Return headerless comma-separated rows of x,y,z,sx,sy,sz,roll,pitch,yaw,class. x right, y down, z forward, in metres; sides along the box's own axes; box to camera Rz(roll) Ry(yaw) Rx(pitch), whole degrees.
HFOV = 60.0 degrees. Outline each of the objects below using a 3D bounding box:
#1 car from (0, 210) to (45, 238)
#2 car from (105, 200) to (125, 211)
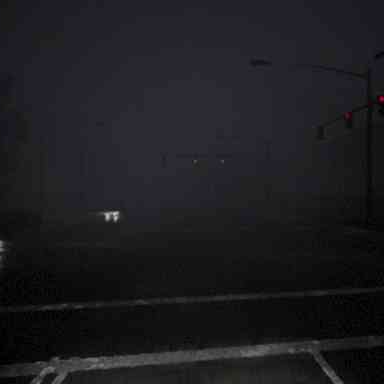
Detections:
-10.494,1.730,19.278,2.033,1.411,5.357,0,0,0,car
-10.490,1.823,45.531,2.128,1.511,4.902,0,0,0,car
